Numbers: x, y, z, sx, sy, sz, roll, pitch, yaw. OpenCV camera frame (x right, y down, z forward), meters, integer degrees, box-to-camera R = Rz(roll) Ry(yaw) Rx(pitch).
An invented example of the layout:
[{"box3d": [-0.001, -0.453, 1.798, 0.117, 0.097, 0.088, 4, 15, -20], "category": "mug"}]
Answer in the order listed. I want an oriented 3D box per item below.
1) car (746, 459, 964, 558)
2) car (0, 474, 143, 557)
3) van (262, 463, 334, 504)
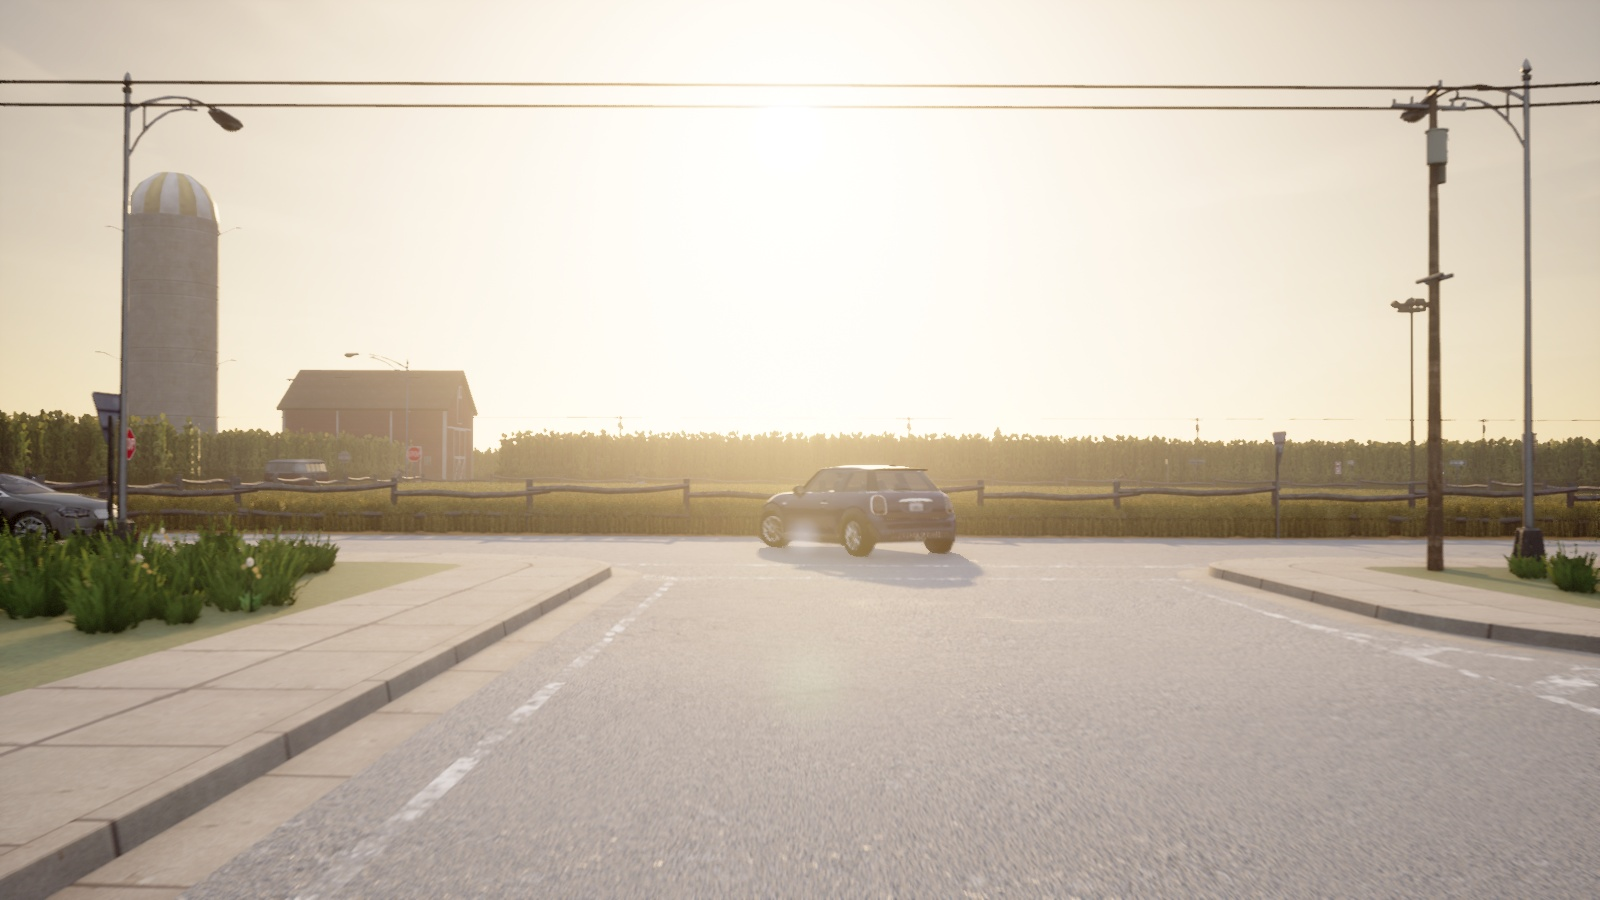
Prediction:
[{"box3d": [0.966, 1.085, 24.830, 2.097, 1.767, 4.553, 0, -1, -31], "category": "car"}, {"box3d": [-15.698, 1.240, 24.268, 4.902, 1.511, 2.128, 0, -1, 2], "category": "car"}, {"box3d": [-25.144, 1.646, 63.050, 1.775, 1.987, 4.442, 0, -1, 1], "category": "van"}]
